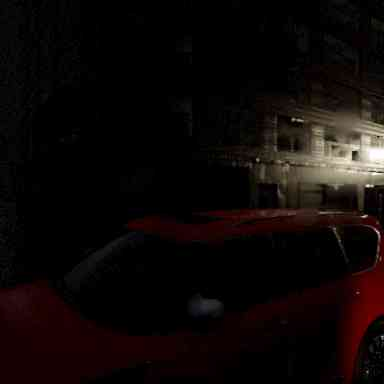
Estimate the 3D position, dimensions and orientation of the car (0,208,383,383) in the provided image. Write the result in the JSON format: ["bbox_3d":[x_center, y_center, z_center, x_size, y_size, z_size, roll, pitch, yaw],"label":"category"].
[{"bbox_3d":[0.112,1.237,3.459,5.566,2.045,2.150,1,0,-35],"label":"car"}]
